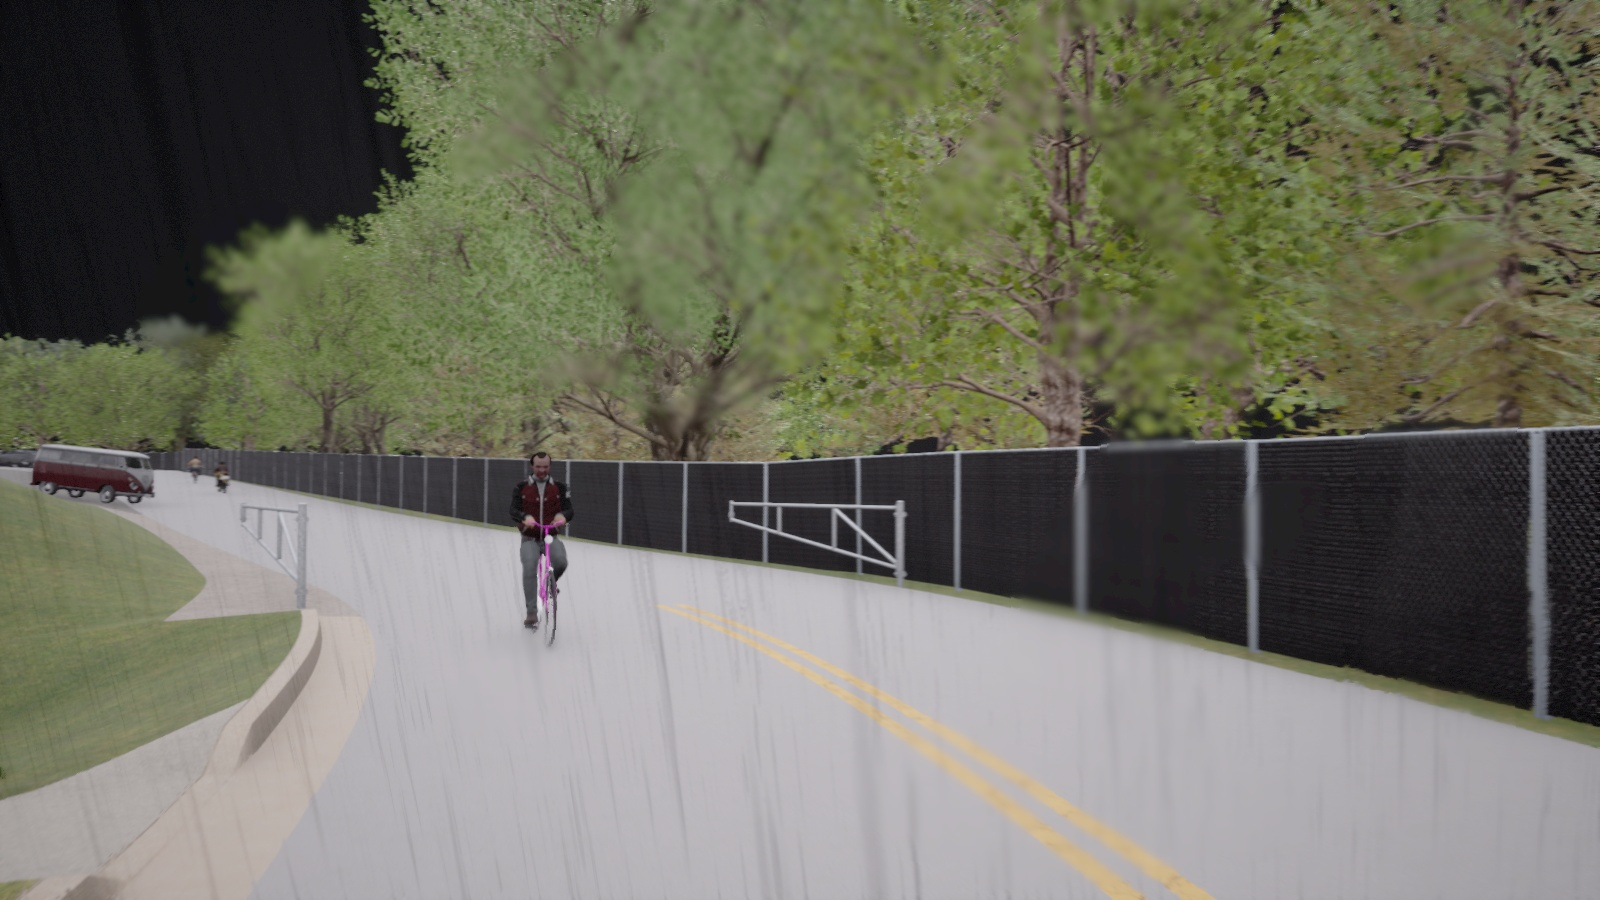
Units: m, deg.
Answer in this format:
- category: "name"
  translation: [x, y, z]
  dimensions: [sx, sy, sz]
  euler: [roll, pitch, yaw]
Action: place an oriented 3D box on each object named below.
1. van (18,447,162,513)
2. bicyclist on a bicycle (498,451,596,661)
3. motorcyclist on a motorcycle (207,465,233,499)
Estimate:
- category: "van"
  translation: [-26.733, 1.137, 47.344]
  dimensions: [4.442, 1.987, 1.775]
  euler: [5, -3, 11]
- category: "bicyclist on a bicycle"
  translation: [-2.370, 0.918, 11.603]
  dimensions: [0.659, 1.776, 1.843]
  euler: [0, -1, -18]
- category: "motorcyclist on a motorcycle"
  translation: [-27.295, 1.498, 59.073]
  dimensions: [0.797, 1.523, 2.044]
  euler: [1, 0, -33]
